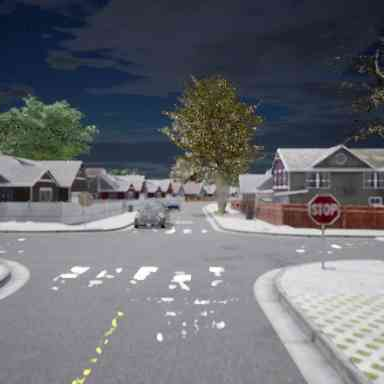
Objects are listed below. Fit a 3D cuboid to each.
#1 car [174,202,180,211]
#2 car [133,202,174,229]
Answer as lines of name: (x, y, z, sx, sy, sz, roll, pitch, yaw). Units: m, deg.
car: (-2.643, 2.031, 47.695, 1.895, 1.301, 4.718, 0, 0, -1)
car: (-2.702, 1.549, 23.473, 2.097, 1.767, 4.553, 0, -1, 1)
